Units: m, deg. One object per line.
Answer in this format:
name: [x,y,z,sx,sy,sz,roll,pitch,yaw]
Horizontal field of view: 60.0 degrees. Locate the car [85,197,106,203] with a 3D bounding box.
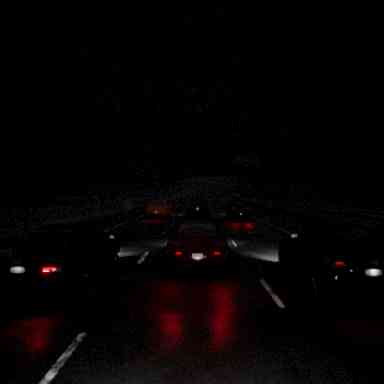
car: [-16.123,1.622,56.850,1.994,1.385,4.181,0,0,3]

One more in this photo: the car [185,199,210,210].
car: [0.494,1.397,28.761,2.097,1.767,4.553,0,0,1]

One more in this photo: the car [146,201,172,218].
car: [-2.960,1.522,30.593,1.882,1.535,5.008,0,0,2]

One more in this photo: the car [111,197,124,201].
car: [-12.624,1.587,56.769,1.812,1.442,4.674,0,0,3]

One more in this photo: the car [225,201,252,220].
car: [4.001,1.539,29.005,2.128,1.511,4.902,0,0,1]

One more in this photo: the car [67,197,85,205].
car: [-19.626,1.618,56.821,1.994,1.385,4.181,0,0,3]

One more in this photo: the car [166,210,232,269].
car: [0.175,1.543,11.152,1.812,1.442,4.674,0,0,1]

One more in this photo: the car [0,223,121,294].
car: [-3.350,1.560,8.946,2.033,1.411,5.357,0,0,0]

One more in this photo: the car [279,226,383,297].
car: [3.651,1.579,8.662,1.994,1.385,4.181,0,0,0]
